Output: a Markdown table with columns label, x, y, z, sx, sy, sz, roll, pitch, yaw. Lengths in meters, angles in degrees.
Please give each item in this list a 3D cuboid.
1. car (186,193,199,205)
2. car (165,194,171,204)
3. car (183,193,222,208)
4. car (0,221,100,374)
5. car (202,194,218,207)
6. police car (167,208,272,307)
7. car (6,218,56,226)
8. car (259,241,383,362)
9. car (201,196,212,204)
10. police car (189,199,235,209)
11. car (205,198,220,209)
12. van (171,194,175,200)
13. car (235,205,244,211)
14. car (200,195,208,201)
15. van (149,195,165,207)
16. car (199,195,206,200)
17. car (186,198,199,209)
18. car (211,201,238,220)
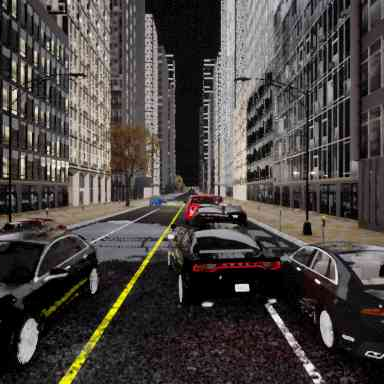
| label | x | y | z | sx | sy | sz | roll | pitch | yaw |
| --- | --- | --- | --- | --- | --- | --- | --- | --- | --- |
| car | 0.099 | 1.213 | 58.733 | 2.150 | 2.045 | 5.566 | 0 | 0 | 0 |
| car | -5.588 | 1.540 | 62.915 | 2.008 | 1.369 | 4.403 | 0 | 0 | 0 |
| car | 0.602 | 1.226 | 24.196 | 2.150 | 2.045 | 5.566 | 0 | 0 | -2 |
| car | -2.990 | 1.506 | 5.724 | 1.837 | 1.490 | 4.892 | 0 | 0 | 0 |
| car | 2.771 | 1.310 | 51.502 | 2.192 | 1.841 | 5.009 | 0 | 0 | 0 |
| police car | 0.470 | 1.427 | 8.216 | 1.930 | 1.638 | 5.238 | 0 | 0 | -9 |
| car | -5.675 | 1.584 | 11.635 | 1.802 | 1.307 | 4.206 | 0 | 0 | 0 |
| car | 2.696 | 1.552 | 5.917 | 2.008 | 1.369 | 4.403 | 0 | 0 | 0 |
| car | 2.792 | 1.534 | 62.899 | 1.887 | 1.381 | 4.507 | 0 | 0 | 0 |
| police car | 0.931 | 1.429 | 18.315 | 1.930 | 1.638 | 5.238 | 0 | 0 | 0 |
| car | 2.763 | 1.543 | 45.803 | 1.887 | 1.381 | 4.507 | 0 | 0 | 0 |
| van | -5.541 | 1.300 | 91.409 | 1.690 | 1.788 | 3.998 | 0 | 0 | 0 |
| car | 2.724 | 1.569 | 23.011 | 1.947 | 1.339 | 4.313 | 0 | 0 | 0 |
| car | 2.822 | 1.499 | 80.164 | 1.752 | 1.417 | 4.829 | 0 | 0 | 0 |
| van | -5.609 | 1.336 | 51.521 | 1.690 | 1.788 | 3.998 | 0 | 0 | 0 |
| car | 2.841 | 1.525 | 91.391 | 1.947 | 1.339 | 4.313 | 0 | 0 | 0 |
| car | 0.100 | 1.524 | 45.766 | 1.812 | 1.442 | 4.674 | 0 | 0 | 1 |
| car | 2.735 | 1.548 | 28.709 | 1.887 | 1.381 | 4.507 | 0 | 0 | 0 |
